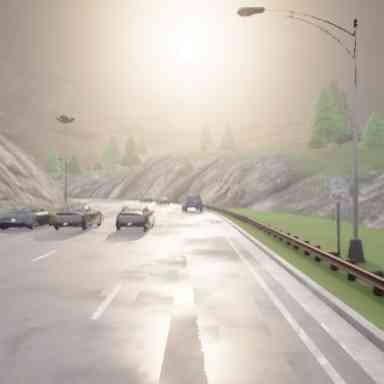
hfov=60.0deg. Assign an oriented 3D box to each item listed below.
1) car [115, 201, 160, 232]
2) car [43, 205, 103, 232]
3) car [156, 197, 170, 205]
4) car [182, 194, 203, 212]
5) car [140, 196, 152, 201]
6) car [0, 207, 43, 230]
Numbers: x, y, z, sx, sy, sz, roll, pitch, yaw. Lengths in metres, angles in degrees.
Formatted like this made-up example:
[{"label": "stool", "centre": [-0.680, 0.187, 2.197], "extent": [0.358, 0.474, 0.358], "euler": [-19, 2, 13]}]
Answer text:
[{"label": "car", "centre": [-3.412, 1.542, 20.552], "extent": [2.128, 1.511, 4.902], "euler": [0, 0, 0]}, {"label": "car", "centre": [-6.911, 1.542, 20.570], "extent": [2.128, 1.511, 4.902], "euler": [0, 0, 0]}, {"label": "car", "centre": [-5.362, 1.672, 60.880], "extent": [1.812, 1.442, 4.674], "euler": [0, 0, -18]}, {"label": "car", "centre": [0.002, 1.323, 41.350], "extent": [2.150, 2.045, 5.566], "euler": [0, 0, -8]}, {"label": "car", "centre": [-10.394, 1.641, 75.210], "extent": [1.837, 1.490, 4.892], "euler": [0, 0, -25]}, {"label": "car", "centre": [-10.417, 1.616, 21.387], "extent": [1.994, 1.385, 4.181], "euler": [0, 0, 0]}]
